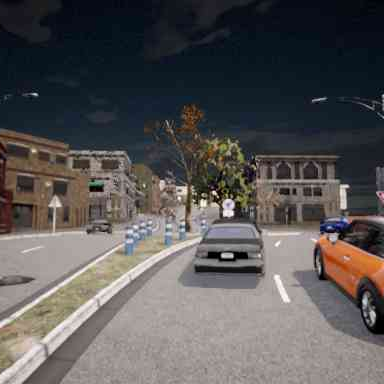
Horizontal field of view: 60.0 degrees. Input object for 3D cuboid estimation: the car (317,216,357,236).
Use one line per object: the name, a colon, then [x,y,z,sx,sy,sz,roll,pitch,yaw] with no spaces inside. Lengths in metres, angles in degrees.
car: [12.545,2.915,28.565,1.882,1.535,5.008,-5,-8,38]

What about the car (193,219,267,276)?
car: [1.297,1.530,10.244,2.033,1.411,5.357,-1,0,11]

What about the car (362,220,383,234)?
car: [22.189,3.984,37.547,4.902,1.511,2.128,2,-6,-8]

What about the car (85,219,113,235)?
car: [-8.269,3.151,30.028,1.994,1.385,4.181,1,-6,-7]

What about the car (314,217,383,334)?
car: [3.989,1.301,6.741,2.097,1.767,4.553,-1,1,7]
